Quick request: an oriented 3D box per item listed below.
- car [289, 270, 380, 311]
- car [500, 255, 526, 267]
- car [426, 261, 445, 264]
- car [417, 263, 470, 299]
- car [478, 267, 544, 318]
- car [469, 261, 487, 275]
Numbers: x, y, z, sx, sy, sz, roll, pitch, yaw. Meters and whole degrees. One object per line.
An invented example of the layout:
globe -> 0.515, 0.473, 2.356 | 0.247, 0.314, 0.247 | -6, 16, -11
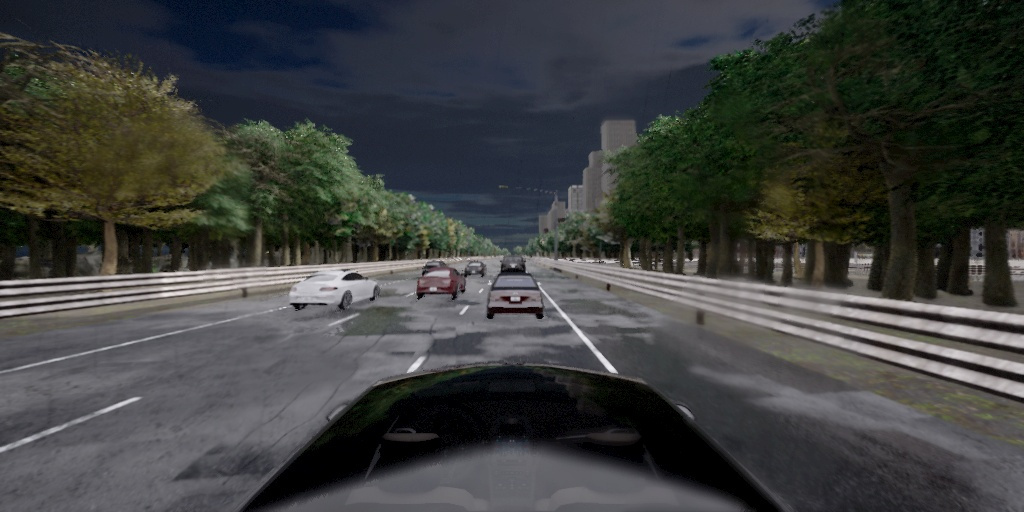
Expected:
car -> -6.903, 1.267, 14.354 | 1.812, 1.442, 4.674 | 0, 0, 0
car -> 0.096, 0.925, 32.073 | 2.150, 2.045, 5.566 | 0, 0, 0
car -> -6.904, 1.205, 32.983 | 1.837, 1.490, 4.892 | 0, 0, 0
car -> -3.417, 1.263, 17.807 | 1.812, 1.442, 4.674 | 0, 0, 0
car -> 0.098, 1.290, 12.933 | 2.033, 1.411, 5.357 | 0, 0, 0
car -> -3.407, 1.221, 34.067 | 1.812, 1.442, 4.674 | 0, 0, 0
